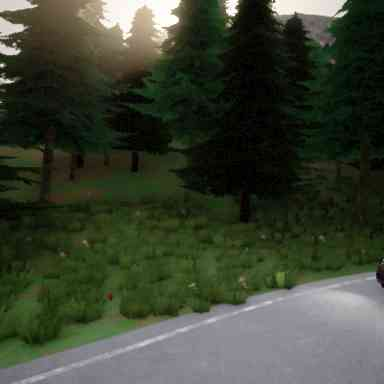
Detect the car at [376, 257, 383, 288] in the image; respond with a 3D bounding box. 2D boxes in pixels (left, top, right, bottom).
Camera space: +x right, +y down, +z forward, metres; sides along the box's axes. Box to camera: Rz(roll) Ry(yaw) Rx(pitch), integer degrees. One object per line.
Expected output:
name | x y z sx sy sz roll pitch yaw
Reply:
car | 6.538 1.680 8.135 4.674 1.442 1.812 2 -2 -30
